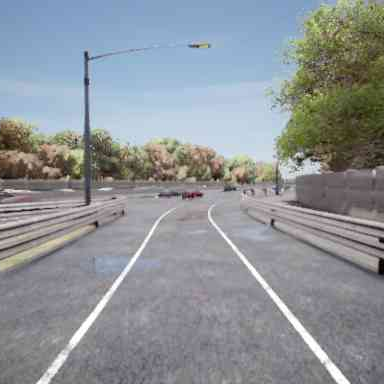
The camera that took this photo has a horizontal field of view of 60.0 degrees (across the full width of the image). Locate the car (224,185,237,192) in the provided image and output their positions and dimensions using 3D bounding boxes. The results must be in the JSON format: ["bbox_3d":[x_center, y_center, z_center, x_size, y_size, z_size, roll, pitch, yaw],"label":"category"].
[{"bbox_3d":[10.358,-0.951,89.803,2.150,2.045,5.566,0,2,25],"label":"car"}]

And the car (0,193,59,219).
[{"bbox_3d":[-12.015,1.029,24.202,1.882,1.535,5.008,0,2,24],"label":"car"}]

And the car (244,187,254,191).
[{"bbox_3d":[16.081,-0.711,93.855,1.895,1.301,4.718,0,2,25],"label":"car"}]

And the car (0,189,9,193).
[{"bbox_3d":[-15.257,0.759,25.529,2.150,2.045,5.566,0,2,24],"label":"car"}]

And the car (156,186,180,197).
[{"bbox_3d":[-3.900,0.206,58.899,2.033,1.411,5.357,0,2,25],"label":"car"}]

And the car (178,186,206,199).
[{"bbox_3d":[0.202,0.305,51.034,1.882,1.535,5.008,0,2,25],"label":"car"}]
